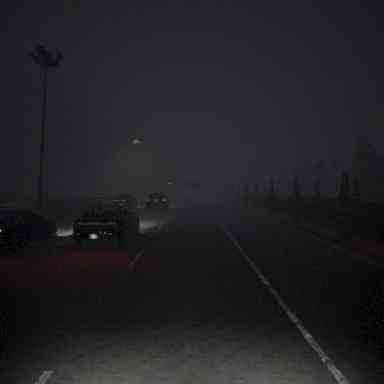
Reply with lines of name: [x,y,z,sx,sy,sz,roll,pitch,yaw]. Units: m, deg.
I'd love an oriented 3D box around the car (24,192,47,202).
car: [-21.078,0.785,45.488,1.837,1.490,4.892,0,1,0]

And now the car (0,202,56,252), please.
car: [-6.899,1.330,12.728,1.812,1.442,4.674,0,1,0]

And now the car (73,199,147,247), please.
car: [-3.399,1.277,13.913,2.128,1.511,4.902,0,1,0]

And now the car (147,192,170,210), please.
car: [-3.398,0.810,33.970,2.097,1.767,4.553,0,1,0]

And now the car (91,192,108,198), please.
car: [-14.071,0.783,51.118,1.882,1.535,5.008,0,-1,0]

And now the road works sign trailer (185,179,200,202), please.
road works sign trailer: [0.064,-0.200,52.881,2.380,3.560,2.880,0,-1,3]

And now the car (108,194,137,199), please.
car: [-6.897,0.958,34.264,1.837,1.490,4.892,0,1,0]

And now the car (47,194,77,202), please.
car: [-17.581,0.883,45.763,1.895,1.301,4.718,0,0,0]
